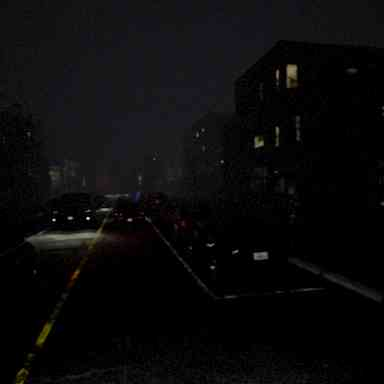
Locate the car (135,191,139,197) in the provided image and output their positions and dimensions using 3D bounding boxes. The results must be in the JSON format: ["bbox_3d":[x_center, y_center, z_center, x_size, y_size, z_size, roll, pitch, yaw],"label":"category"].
[{"bbox_3d":[-5.739,0.923,41.906,1.967,1.590,4.097,-2,1,-12],"label":"car"}]

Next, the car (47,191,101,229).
[{"bbox_3d":[-7.320,1.063,21.201,2.150,2.045,5.566,-1,1,-12],"label":"car"}]

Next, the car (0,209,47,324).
[{"bbox_3d":[-4.029,1.375,5.281,2.097,1.767,4.553,-1,1,-11],"label":"car"}]

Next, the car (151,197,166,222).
[{"bbox_3d":[-1.226,1.251,20.353,1.752,1.417,4.829,-2,1,-12],"label":"car"}]

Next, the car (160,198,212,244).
[{"bbox_3d":[-0.057,1.229,14.754,1.967,1.590,4.097,-2,1,-12],"label":"car"}]

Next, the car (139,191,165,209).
[{"bbox_3d":[-3.471,0.920,31.043,2.192,1.841,5.009,-2,1,-12],"label":"car"}]

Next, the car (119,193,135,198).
[{"bbox_3d":[-8.707,1.123,43.411,1.895,1.301,4.718,-1,1,-12],"label":"car"}]

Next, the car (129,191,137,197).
[{"bbox_3d":[-15.418,0.510,86.534,1.812,1.442,4.674,-1,1,-12],"label":"car"}]

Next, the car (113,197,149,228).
[{"bbox_3d":[-3.878,1.306,20.465,1.812,1.442,4.674,-1,1,-12],"label":"car"}]

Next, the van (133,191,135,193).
[{"bbox_3d":[-8.015,0.701,52.766,1.690,1.788,3.998,-2,1,-12],"label":"van"}]

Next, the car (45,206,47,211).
[{"bbox_3d":[-11.667,1.248,29.330,1.967,1.590,4.097,-2,1,-12],"label":"car"}]

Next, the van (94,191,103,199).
[{"bbox_3d":[-21.898,0.596,78.201,1.690,1.788,3.998,-2,1,-12],"label":"van"}]

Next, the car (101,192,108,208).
[{"bbox_3d":[-11.216,1.123,40.334,1.882,1.535,5.008,-1,1,-12],"label":"car"}]

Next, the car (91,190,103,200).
[{"bbox_3d":[-20.761,0.631,72.771,2.192,1.841,5.009,-2,1,-12],"label":"car"}]

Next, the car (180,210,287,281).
[{"bbox_3d":[1.083,1.415,9.326,1.947,1.339,4.313,-2,1,-12],"label":"car"}]
